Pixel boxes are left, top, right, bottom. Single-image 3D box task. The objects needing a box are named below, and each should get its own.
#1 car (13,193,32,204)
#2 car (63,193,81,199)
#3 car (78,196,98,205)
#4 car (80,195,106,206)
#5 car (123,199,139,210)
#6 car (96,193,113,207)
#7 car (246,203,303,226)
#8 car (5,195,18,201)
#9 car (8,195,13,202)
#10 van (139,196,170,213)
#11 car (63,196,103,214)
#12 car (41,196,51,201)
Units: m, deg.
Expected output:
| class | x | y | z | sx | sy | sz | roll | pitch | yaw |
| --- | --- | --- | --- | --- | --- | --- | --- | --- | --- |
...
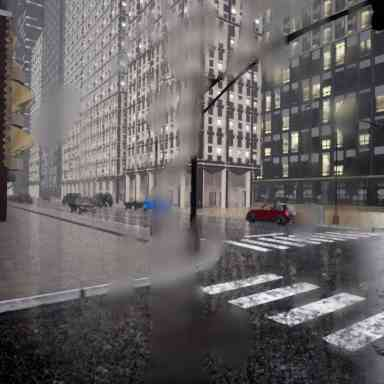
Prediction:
| class | x | y | z | sx | sy | sz | roll | pitch | yaw |
| --- | --- | --- | --- | --- | --- | --- | --- | --- | --- |
| car | -30.480 | 1.155 | 60.556 | 2.192 | 1.841 | 5.009 | 1 | -1 | -35 |
| car | -20.001 | 1.182 | 55.629 | 2.150 | 2.045 | 5.566 | 1 | -1 | -35 |
| car | -18.455 | 1.526 | 58.874 | 1.837 | 1.490 | 4.892 | 1 | -1 | -35 |
| car | -14.539 | 1.536 | 48.025 | 1.994 | 1.385 | 4.181 | 1 | -1 | -37 |
| car | -7.299 | 1.584 | 42.378 | 2.008 | 1.369 | 4.403 | 1 | -1 | -35 |
| car | -14.446 | 1.255 | 53.171 | 2.150 | 2.045 | 5.566 | 1 | -1 | -35 |
| car | 5.786 | 1.505 | 23.957 | 1.967 | 1.590 | 4.097 | 1 | -1 | -35 |
| car | -40.294 | 1.378 | 74.370 | 2.008 | 1.369 | 4.403 | 1 | -1 | -35 |
| car | -37.025 | 1.397 | 69.764 | 1.947 | 1.339 | 4.313 | 1 | -1 | -35 |
| van | -4.025 | 1.382 | 37.774 | 1.690 | 1.788 | 3.998 | 1 | -1 | -35 |
| car | -10.860 | 1.427 | 32.921 | 2.008 | 1.369 | 4.403 | 1 | -1 | -35 |
| car | -36.735 | 1.570 | 83.826 | 1.802 | 1.307 | 4.206 | 1 | -1 | -35 |
